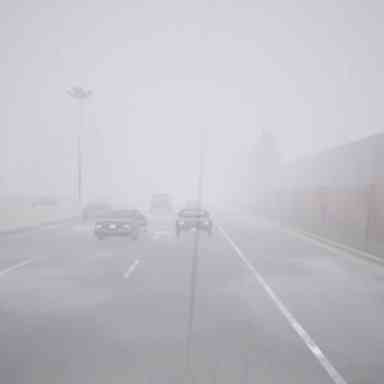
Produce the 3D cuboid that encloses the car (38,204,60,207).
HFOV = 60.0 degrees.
[{"bbox_3d":[-17.572,1.432,40.124,2.128,1.511,4.902,0,0,0],"label":"car"}]

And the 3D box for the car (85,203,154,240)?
[{"bbox_3d":[-3.405,1.522,16.767,2.033,1.411,5.357,0,0,0],"label":"car"}]

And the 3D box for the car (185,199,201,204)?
[{"bbox_3d":[0.089,1.503,40.932,1.994,1.385,4.181,0,0,0],"label":"car"}]

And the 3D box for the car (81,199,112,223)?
[{"bbox_3d":[-6.909,1.453,25.430,2.128,1.511,4.902,0,0,0],"label":"car"}]

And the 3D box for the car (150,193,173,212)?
[{"bbox_3d":[-3.424,1.166,37.226,2.150,2.045,5.566,0,0,-1],"label":"car"}]

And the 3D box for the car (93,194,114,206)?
[{"bbox_3d":[-14.025,1.271,52.723,2.097,1.767,4.553,0,0,0],"label":"car"}]

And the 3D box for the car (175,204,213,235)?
[{"bbox_3d":[0.096,1.573,18.751,1.895,1.301,4.718,0,0,0],"label":"car"}]
